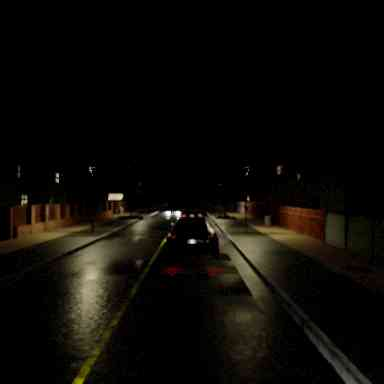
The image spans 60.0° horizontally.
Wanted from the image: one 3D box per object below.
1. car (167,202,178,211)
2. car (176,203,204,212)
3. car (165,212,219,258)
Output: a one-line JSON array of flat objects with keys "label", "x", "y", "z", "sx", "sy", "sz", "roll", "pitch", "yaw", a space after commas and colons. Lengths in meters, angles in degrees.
[{"label": "car", "x": -2.766, "y": 2.255, "z": 50.835, "sx": 1.895, "sy": 1.301, "sz": 4.718, "roll": 0, "pitch": -1, "yaw": 0}, {"label": "car", "x": 0.010, "y": 1.877, "z": 27.555, "sx": 2.033, "sy": 1.411, "sz": 5.357, "roll": 0, "pitch": -1, "yaw": 0}, {"label": "car", "x": 0.025, "y": 1.718, "z": 13.558, "sx": 1.994, "sy": 1.385, "sz": 4.181, "roll": 0, "pitch": -1, "yaw": 1}]
